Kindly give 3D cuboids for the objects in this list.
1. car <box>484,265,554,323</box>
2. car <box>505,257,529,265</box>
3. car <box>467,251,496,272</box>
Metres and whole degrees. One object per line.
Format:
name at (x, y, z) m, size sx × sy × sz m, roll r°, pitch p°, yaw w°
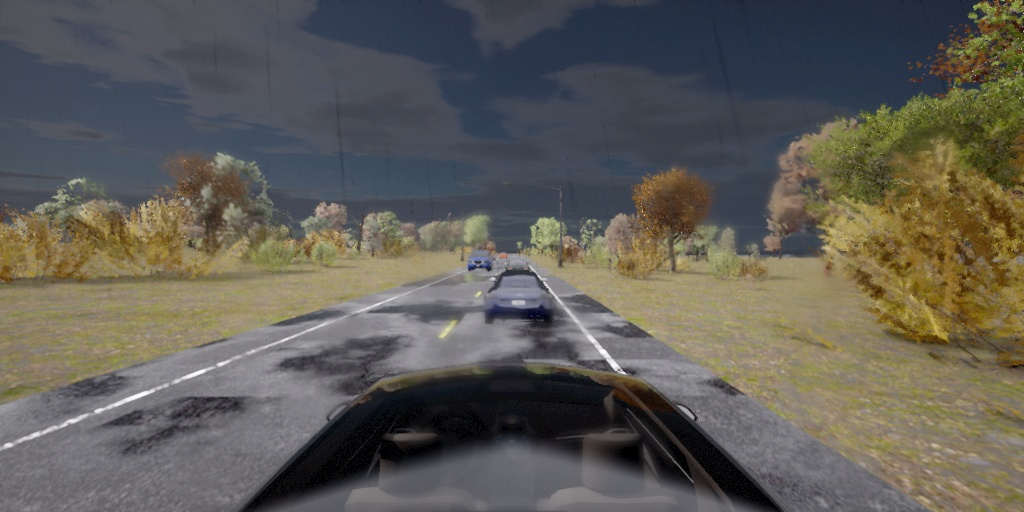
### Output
car at (0.219, 1.179, 11.514) m, size 1.994 × 1.385 × 4.181 m, roll 0°, pitch 1°, yaw 1°
car at (0.472, 0.979, 28.925) m, size 1.895 × 1.301 × 4.718 m, roll 0°, pitch 1°, yaw 1°
car at (-3.119, 0.505, 35.995) m, size 2.150 × 2.045 × 5.566 m, roll 0°, pitch 1°, yaw 1°
